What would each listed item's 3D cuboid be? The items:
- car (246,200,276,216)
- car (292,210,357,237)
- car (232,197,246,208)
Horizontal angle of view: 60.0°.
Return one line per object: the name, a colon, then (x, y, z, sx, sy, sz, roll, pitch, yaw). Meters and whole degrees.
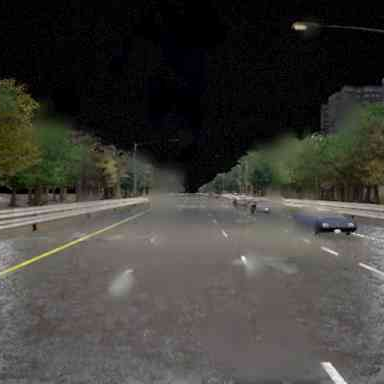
car: (7.000, 1.578, 33.173, 1.994, 1.385, 4.181, 0, 0, 0)
car: (6.998, 1.603, 18.198, 1.895, 1.301, 4.718, 0, 0, 0)
car: (7.022, 1.529, 48.647, 2.128, 1.511, 4.902, 0, 0, 0)
